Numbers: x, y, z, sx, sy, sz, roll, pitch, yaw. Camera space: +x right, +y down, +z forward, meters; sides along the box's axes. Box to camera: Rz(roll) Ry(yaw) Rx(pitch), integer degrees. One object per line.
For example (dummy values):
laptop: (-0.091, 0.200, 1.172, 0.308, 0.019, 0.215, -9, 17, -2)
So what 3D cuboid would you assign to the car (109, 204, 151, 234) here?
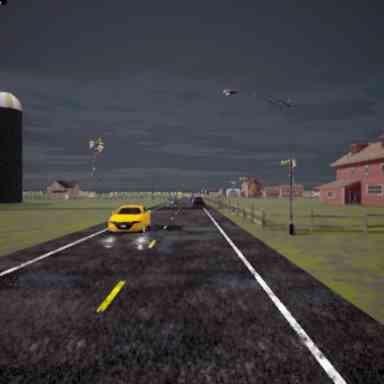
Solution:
car: (-3.582, 1.532, 19.880, 1.882, 1.535, 5.008, 0, 0, 0)

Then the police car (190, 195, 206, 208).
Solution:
police car: (1.067, 1.598, 51.370, 1.930, 1.638, 5.238, 0, 0, 0)

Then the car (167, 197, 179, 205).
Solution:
car: (-3.496, 1.720, 62.199, 2.128, 1.511, 4.902, 0, 0, 0)

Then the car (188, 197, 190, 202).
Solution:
car: (0.028, 1.792, 84.731, 1.812, 1.442, 4.674, 0, 0, 0)
